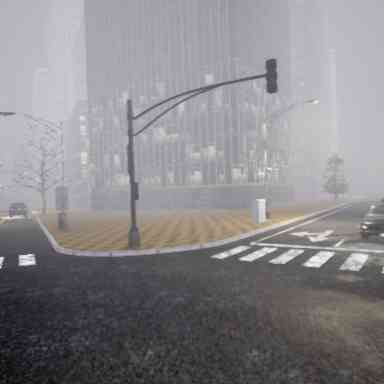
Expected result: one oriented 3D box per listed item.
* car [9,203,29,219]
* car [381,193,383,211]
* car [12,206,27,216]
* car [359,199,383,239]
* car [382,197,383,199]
[{"bbox_3d":[-23.570,2.482,45.268,2.150,2.045,5.566,-2,-1,-27],"label":"car"},{"bbox_3d":[19.683,0.883,32.207,2.128,1.511,4.902,-2,0,32],"label":"car"},{"bbox_3d":[-28.212,3.066,54.547,2.033,1.411,5.357,-2,-1,-27],"label":"car"},{"bbox_3d":[8.988,1.265,15.350,2.033,1.411,5.357,-2,0,33],"label":"car"},{"bbox_3d":[14.323,1.032,23.676,1.882,1.535,5.008,-2,0,32],"label":"car"}]
